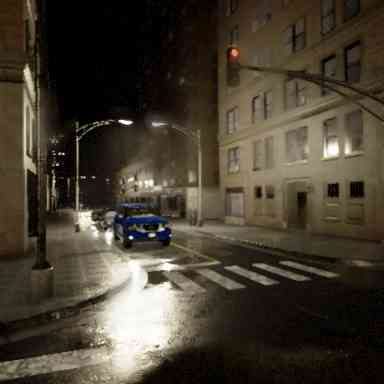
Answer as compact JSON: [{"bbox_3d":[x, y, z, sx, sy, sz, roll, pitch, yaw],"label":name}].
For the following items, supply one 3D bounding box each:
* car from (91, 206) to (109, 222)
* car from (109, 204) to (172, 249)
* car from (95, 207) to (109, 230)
[{"bbox_3d":[-9.954,2.551,36.459,1.895,1.301,4.718,0,-1,-21],"label":"car"},{"bbox_3d":[-2.770,1.656,17.551,2.150,2.045,5.566,0,-1,-21],"label":"car"},{"bbox_3d":[-6.403,2.243,27.100,2.033,1.411,5.357,0,-1,-21],"label":"car"}]
